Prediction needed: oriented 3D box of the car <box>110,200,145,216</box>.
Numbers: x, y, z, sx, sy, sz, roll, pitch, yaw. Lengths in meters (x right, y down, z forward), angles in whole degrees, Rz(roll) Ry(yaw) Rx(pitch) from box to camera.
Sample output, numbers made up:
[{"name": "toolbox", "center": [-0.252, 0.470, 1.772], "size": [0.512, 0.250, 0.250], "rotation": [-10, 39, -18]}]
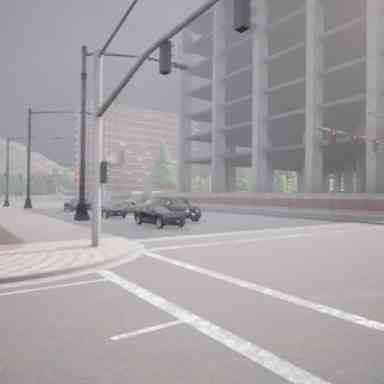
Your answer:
[{"name": "car", "center": [-7.144, 1.709, 36.468], "size": [1.837, 1.490, 4.892], "rotation": [1, -1, -35]}]

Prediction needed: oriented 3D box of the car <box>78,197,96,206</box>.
[{"name": "car", "center": [-18.910, 1.763, 59.741], "size": [1.837, 1.490, 4.892], "rotation": [1, -1, -35]}]

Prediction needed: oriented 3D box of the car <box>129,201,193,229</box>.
[{"name": "car", "center": [-2.332, 1.633, 23.507], "size": [1.882, 1.535, 5.008], "rotation": [1, -1, -35]}]

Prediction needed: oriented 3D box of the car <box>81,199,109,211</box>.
[{"name": "car", "center": [-13.244, 1.754, 45.214], "size": [2.033, 1.411, 5.357], "rotation": [1, -1, -35]}]

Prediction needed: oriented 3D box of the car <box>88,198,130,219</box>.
[{"name": "car", "center": [-7.828, 1.635, 31.339], "size": [1.882, 1.535, 5.008], "rotation": [1, -1, -35]}]

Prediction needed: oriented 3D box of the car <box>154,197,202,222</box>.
[{"name": "car", "center": [-1.462, 1.425, 28.354], "size": [2.150, 2.045, 5.566], "rotation": [1, -1, -35]}]

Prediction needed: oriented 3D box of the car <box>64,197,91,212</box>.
[{"name": "car", "center": [-14.239, 1.666, 40.521], "size": [1.837, 1.490, 4.892], "rotation": [1, -1, -35]}]
